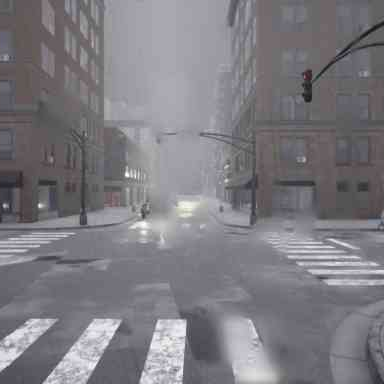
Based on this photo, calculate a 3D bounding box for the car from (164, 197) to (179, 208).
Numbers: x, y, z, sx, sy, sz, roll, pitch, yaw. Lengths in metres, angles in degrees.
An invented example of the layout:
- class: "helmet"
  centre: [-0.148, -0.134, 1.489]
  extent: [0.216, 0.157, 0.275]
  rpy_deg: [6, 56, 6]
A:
- class: "car"
  centre: [-3.062, 1.502, 50.302]
  extent: [1.882, 1.535, 5.008]
  rpy_deg: [0, 0, 0]

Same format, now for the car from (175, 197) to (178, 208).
- class: "car"
  centre: [-3.081, 1.546, 40.102]
  extent: [1.812, 1.442, 4.674]
  rpy_deg: [0, 0, 0]

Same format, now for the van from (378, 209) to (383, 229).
- class: "van"
  centre: [12.064, 1.358, 17.445]
  extent: [3.998, 1.788, 1.690]
  rpy_deg: [0, 0, 0]

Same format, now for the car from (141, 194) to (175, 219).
- class: "car"
  centre: [-3.072, 1.236, 29.834]
  extent: [2.150, 2.045, 5.566]
  rpy_deg: [0, 0, 2]
